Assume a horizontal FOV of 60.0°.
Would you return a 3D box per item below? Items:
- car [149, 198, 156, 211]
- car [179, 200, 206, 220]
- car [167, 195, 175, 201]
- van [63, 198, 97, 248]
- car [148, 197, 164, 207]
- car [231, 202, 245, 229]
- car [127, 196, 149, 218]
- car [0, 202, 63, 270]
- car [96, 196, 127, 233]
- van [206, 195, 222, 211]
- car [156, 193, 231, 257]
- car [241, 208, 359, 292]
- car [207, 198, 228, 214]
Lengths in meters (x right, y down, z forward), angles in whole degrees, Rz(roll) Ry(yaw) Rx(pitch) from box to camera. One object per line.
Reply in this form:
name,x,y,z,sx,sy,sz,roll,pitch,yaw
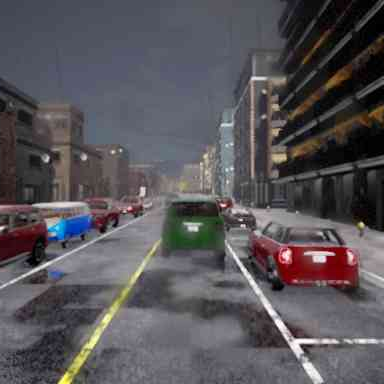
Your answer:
car,-5.672,1.446,41.451,1.967,1.590,4.097,1,0,0
car,0.068,1.497,29.073,2.128,1.511,4.902,0,0,0
car,-5.750,1.551,90.220,1.887,1.381,4.507,1,0,0
van,-5.672,1.344,14.414,1.690,1.788,3.998,1,0,0
car,-5.675,1.557,52.265,2.008,1.369,4.403,1,0,0
car,2.705,1.555,19.814,2.008,1.369,4.403,1,0,0
car,-5.671,1.320,30.636,2.192,1.841,5.009,1,0,0
car,-5.671,1.317,9.007,2.192,1.841,5.009,1,0,0
car,-5.671,1.319,19.822,2.192,1.841,5.009,1,0,0
van,2.709,1.347,41.443,1.690,1.788,3.998,1,0,0
car,0.062,1.227,13.015,2.150,2.045,5.566,0,0,0
car,2.706,1.442,9.000,1.967,1.590,4.097,1,0,0
car,2.707,1.445,36.036,1.967,1.590,4.097,1,0,0
